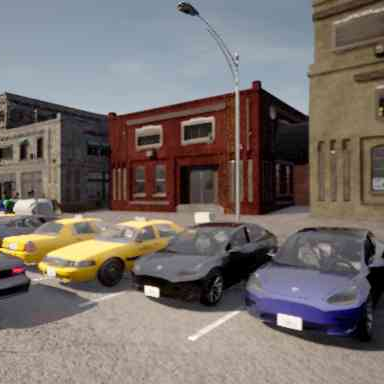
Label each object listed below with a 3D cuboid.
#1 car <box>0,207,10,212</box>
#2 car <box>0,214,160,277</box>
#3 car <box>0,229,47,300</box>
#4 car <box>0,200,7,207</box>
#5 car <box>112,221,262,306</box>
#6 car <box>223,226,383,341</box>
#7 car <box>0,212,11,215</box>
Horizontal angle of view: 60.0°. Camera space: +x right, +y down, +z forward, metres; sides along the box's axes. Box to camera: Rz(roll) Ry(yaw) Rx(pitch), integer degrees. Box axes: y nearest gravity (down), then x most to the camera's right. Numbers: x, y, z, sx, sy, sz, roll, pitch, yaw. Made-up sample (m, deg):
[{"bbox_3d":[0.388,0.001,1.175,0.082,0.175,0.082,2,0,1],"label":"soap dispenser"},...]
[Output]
[{"bbox_3d":[-8.264,1.641,15.082,1.946,1.575,5.366,-1,-1,35],"label":"car"},{"bbox_3d":[-3.772,1.578,11.884,1.946,1.575,5.366,-1,0,35],"label":"car"},{"bbox_3d":[-5.796,1.639,7.520,5.357,1.411,2.033,-1,0,36],"label":"car"},{"bbox_3d":[-12.881,1.462,18.107,2.435,2.045,5.566,-1,-1,35],"label":"car"},{"bbox_3d":[0.595,1.552,8.499,2.163,1.488,4.792,-1,0,36],"label":"car"},{"bbox_3d":[2.836,1.524,6.897,2.163,1.488,4.792,-1,0,36],"label":"car"},{"bbox_3d":[-6.107,1.642,13.355,2.163,1.488,4.792,-1,0,35],"label":"car"}]
